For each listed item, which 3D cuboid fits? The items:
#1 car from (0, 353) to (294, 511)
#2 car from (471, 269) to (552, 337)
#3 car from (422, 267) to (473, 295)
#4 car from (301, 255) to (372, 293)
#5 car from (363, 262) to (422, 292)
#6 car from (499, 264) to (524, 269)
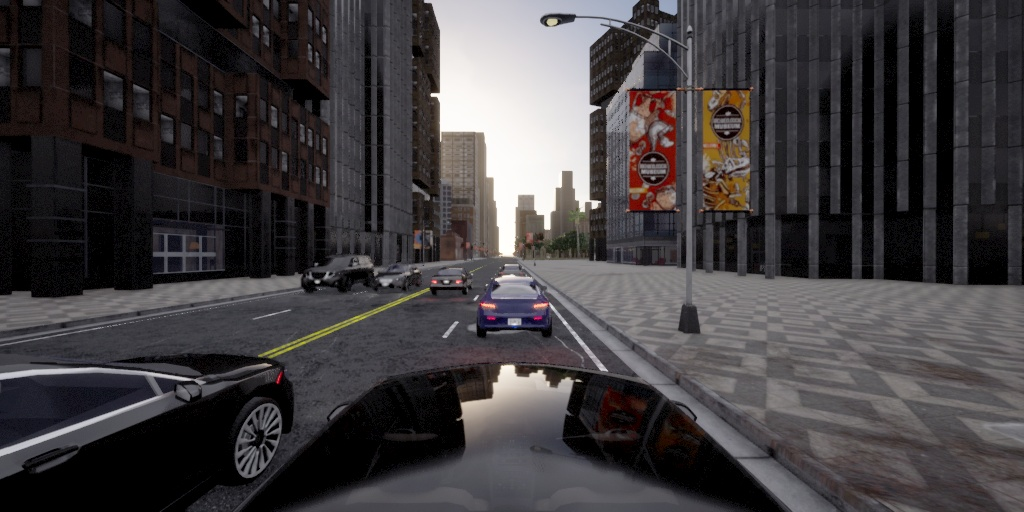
[{"bbox_3d":[-3.149,1.242,1.731,2.128,1.511,4.902,0,0,0],"label":"car"},{"bbox_3d":[0.048,1.274,10.151,1.812,1.442,4.674,0,0,0],"label":"car"},{"bbox_3d":[-3.230,1.291,19.769,2.033,1.411,5.357,0,0,-2],"label":"car"},{"bbox_3d":[-9.945,0.965,21.055,2.150,2.045,5.566,0,0,0],"label":"car"},{"bbox_3d":[-6.696,1.235,21.386,2.128,1.511,4.902,0,0,0],"label":"car"},{"bbox_3d":[-0.024,1.305,26.840,1.994,1.385,4.181,0,0,0],"label":"car"}]
